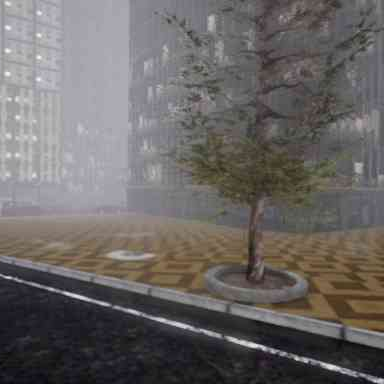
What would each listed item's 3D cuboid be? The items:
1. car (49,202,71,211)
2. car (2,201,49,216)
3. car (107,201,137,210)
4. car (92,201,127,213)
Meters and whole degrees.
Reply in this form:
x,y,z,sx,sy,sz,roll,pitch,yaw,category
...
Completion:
x,y,z,sx,sy,sz,roll,pitch,yaw,category
-21.736,2.308,53.221,4.403,1.369,2.008,0,1,-34,car
-21.964,2.166,43.514,5.009,1.841,2.192,0,1,-34,car
-12.518,2.325,59.526,4.829,1.417,1.752,0,1,-34,car
-12.608,2.438,49.917,4.507,1.381,1.887,0,1,-34,car
